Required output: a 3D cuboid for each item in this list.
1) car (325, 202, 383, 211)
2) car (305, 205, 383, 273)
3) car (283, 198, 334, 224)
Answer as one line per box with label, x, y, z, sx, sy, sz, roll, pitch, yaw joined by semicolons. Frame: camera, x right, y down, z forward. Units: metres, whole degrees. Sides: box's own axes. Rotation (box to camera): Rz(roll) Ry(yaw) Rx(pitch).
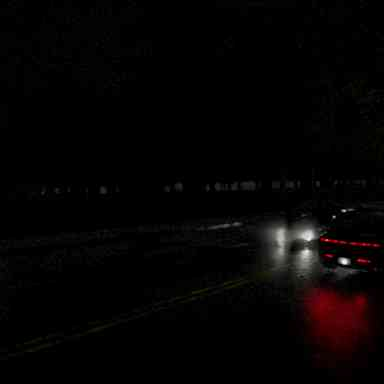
car;9.181;1.286;17.558;4.718;1.301;1.895;-1;1;-42
car;5.347;1.328;9.394;4.892;1.490;1.837;-1;1;-42
car;7.502;1.144;20.423;5.008;1.535;1.882;-1;1;-42
